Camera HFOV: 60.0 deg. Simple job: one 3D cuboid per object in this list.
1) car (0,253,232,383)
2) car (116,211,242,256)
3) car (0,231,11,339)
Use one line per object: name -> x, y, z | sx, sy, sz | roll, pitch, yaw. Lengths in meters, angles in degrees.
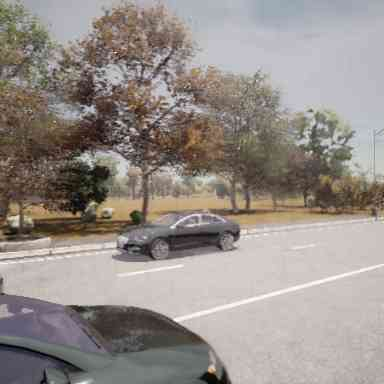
car -> -1.677, 1.564, 2.549 | 4.181, 1.385, 1.994 | 0, 0, -35
car -> -0.337, 1.481, 12.349 | 4.902, 1.511, 2.128 | 0, 0, -35
car -> -5.333, 1.508, 4.488 | 4.892, 1.490, 1.837 | 0, 0, -35
